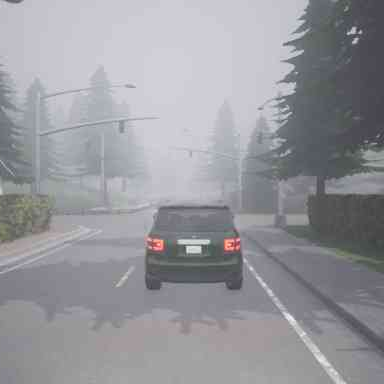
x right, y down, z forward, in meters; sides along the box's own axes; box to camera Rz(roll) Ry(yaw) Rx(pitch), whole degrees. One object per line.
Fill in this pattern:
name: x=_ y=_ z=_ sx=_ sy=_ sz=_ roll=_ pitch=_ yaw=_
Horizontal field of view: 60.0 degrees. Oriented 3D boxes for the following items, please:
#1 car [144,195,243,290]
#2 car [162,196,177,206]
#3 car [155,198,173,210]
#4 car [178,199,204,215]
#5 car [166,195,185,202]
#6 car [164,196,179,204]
car: x=0.052 y=1.221 z=9.208 sx=2.150 sy=2.045 sz=5.566 roll=0 pitch=0 yaw=0
car: x=-3.660 y=1.491 z=53.986 sx=2.128 sy=1.511 sz=4.902 roll=0 pitch=0 yaw=0
car: x=-3.644 y=1.563 z=43.611 sx=1.994 sy=1.385 sz=4.181 roll=0 pitch=0 yaw=0
car: x=-0.203 y=1.518 z=34.648 sx=1.812 sy=1.442 sz=4.674 roll=-1 pitch=0 yaw=-11
car: x=-3.820 y=1.478 z=74.421 sx=1.882 sy=1.535 sz=5.008 roll=0 pitch=0 yaw=-35
car: x=-4.077 y=1.490 z=65.584 sx=2.128 sy=1.511 sz=4.902 roll=0 pitch=0 yaw=-12
